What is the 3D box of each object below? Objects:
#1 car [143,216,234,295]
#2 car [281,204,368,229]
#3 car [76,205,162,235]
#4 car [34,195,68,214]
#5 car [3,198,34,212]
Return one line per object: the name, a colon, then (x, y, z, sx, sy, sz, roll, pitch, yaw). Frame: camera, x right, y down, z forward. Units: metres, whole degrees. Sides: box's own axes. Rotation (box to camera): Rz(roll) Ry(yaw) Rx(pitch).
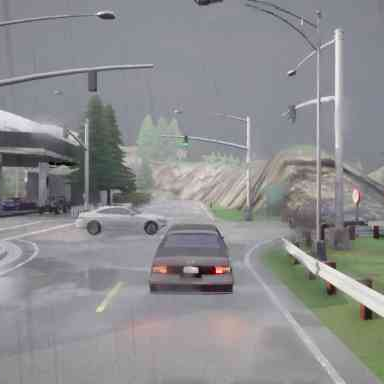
car: (0.035, 1.547, 8.895, 2.033, 1.411, 5.357, 0, 0, 1)
car: (6.737, 1.358, 17.621, 2.033, 1.411, 5.357, 0, 0, -15)
car: (-3.596, 1.415, 17.380, 4.674, 1.442, 1.812, 0, 0, -1)
car: (-14.587, 1.313, 35.214, 1.905, 1.878, 3.866, 0, 0, -1)
car: (-20.302, 1.480, 39.482, 2.242, 1.667, 4.611, 0, 0, -1)
